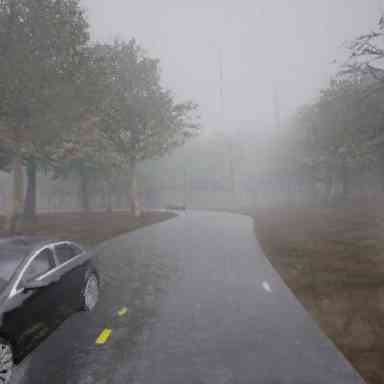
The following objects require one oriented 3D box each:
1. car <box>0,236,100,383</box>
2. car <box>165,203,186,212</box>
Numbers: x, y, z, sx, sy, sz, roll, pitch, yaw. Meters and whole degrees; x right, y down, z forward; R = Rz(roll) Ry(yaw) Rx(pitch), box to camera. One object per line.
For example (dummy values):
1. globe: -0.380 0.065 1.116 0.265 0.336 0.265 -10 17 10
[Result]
1. car: -2.864 1.497 4.961 2.128 1.511 4.902 0 0 3
2. car: -2.450 2.283 49.529 1.895 1.301 4.718 0 -2 -21
